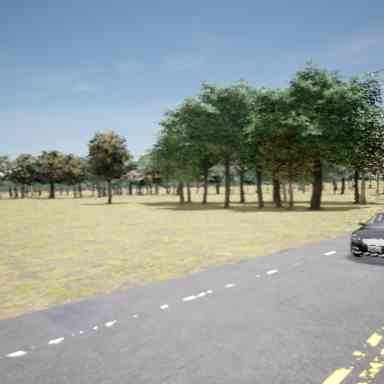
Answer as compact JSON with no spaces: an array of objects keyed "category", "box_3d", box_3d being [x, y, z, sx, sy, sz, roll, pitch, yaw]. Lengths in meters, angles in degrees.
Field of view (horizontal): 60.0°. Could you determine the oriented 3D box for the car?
[{"category":"car","box_3d":[7.299,1.464,11.889,2.128,1.511,4.902,0,0,45]}]
